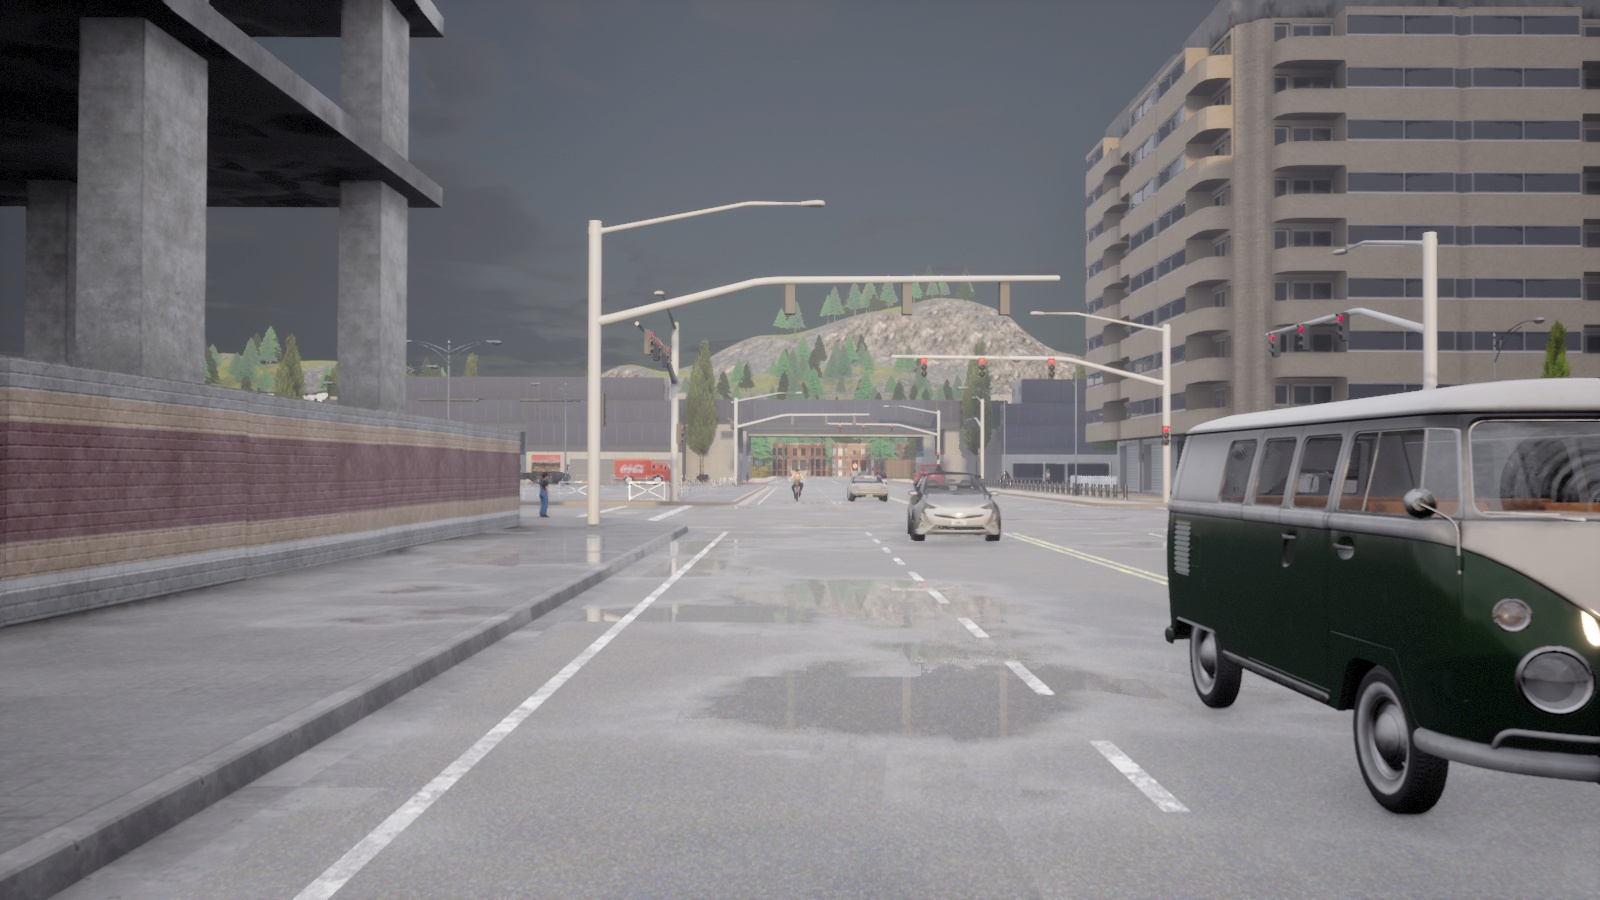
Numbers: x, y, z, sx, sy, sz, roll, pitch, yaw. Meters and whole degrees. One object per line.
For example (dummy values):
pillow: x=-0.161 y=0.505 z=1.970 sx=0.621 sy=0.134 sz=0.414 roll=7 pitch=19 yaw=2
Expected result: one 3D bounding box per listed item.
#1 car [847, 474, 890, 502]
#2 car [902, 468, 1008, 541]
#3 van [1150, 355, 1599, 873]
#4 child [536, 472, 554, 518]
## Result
car: x=3.368 y=1.870 z=62.665 sx=1.895 sy=1.301 sz=4.718 roll=0 pitch=-1 yaw=0
car: x=3.446 y=1.190 z=28.709 sx=2.007 sy=1.525 sz=4.514 roll=0 pitch=-1 yaw=2
van: x=3.485 y=0.661 z=7.055 sx=1.775 sy=1.987 sz=4.442 roll=0 pitch=-1 yaw=0
child: x=-7.161 y=1.264 z=35.281 sx=0.437 sy=1.263 sz=0.270 roll=0 pitch=-1 yaw=-36
